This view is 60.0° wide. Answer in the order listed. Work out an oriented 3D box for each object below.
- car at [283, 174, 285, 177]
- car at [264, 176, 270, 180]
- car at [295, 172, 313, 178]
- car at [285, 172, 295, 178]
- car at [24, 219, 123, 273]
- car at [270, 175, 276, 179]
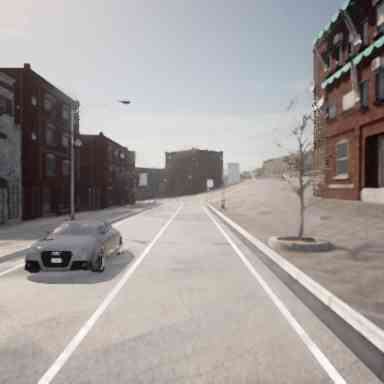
[{"bbox_3d":[22.492,-3.666,79.067,2.097,1.535,5.008,0,1,-4],"label":"car"},{"bbox_3d":[21.913,-3.849,90.146,2.231,1.521,4.892,0,1,-1],"label":"car"},{"bbox_3d":[23.574,-3.445,67.869,2.163,1.488,4.792,0,1,-6],"label":"car"},{"bbox_3d":[22.958,-3.698,73.561,2.185,1.767,4.553,0,1,-5],"label":"car"},{"bbox_3d":[-3.495,1.575,10.561,1.994,1.385,4.181,0,0,0],"label":"car"},{"bbox_3d":[22.143,-3.720,84.604,2.002,1.452,4.674,0,1,-2],"label":"car"}]
